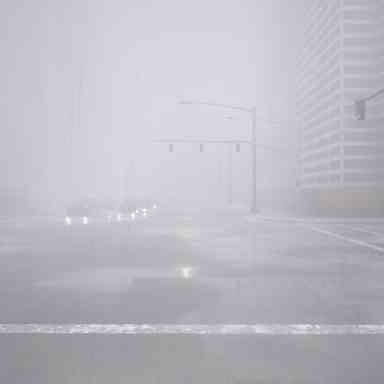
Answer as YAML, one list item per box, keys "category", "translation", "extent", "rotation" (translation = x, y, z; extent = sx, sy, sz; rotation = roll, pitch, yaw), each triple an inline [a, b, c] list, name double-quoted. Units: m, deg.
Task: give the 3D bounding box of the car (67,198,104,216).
- category: "car"
  translation: [-10.598, 1.352, 32.771]
  extent: [2.097, 1.767, 4.553]
  rotation: [0, 0, 1]

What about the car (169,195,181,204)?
- category: "car"
  translation: [-3.423, 1.491, 64.148]
  extent: [2.128, 1.511, 4.902]
  rotation: [0, 0, 0]

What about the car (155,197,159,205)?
- category: "car"
  translation: [-7.009, 1.601, 58.562]
  extent: [1.895, 1.301, 4.718]
  rotation: [0, 0, 0]

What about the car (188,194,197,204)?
- category: "car"
  translation: [0.077, 1.547, 64.144]
  extent: [2.033, 1.411, 5.357]
  rotation: [0, 0, 0]

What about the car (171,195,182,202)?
- category: "car"
  translation: [-3.411, 1.354, 74.432]
  extent: [2.128, 1.511, 4.902]
  rotation: [0, 0, 0]

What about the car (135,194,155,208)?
- category: "car"
  translation: [-7.039, 1.491, 48.238]
  extent: [2.128, 1.511, 4.902]
  rotation: [0, 0, 0]

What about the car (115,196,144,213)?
- category: "car"
  translation: [-7.054, 1.505, 37.887]
  extent: [1.837, 1.490, 4.892]
  rotation: [0, 0, 0]

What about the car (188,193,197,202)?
- category: "car"
  translation: [0.089, 1.184, 74.398]
  extent: [2.097, 1.767, 4.553]
  rotation: [0, 0, 0]

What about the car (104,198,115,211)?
- category: "car"
  translation: [-10.547, 1.478, 41.903]
  extent: [1.882, 1.535, 5.008]
  rotation: [0, 0, 0]
